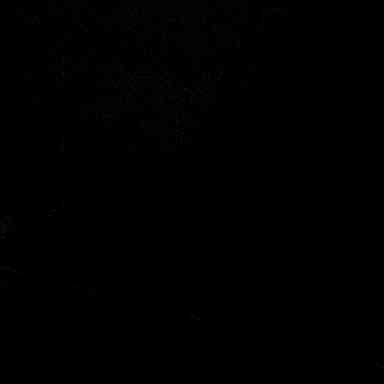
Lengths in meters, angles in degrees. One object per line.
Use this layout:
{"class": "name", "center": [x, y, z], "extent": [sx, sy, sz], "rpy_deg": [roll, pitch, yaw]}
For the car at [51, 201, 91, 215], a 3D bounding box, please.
{"class": "car", "center": [-13.062, 1.713, 36.061], "extent": [1.994, 1.385, 4.181], "rpy_deg": [0, 0, 32]}
